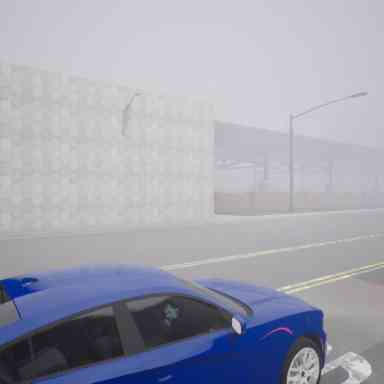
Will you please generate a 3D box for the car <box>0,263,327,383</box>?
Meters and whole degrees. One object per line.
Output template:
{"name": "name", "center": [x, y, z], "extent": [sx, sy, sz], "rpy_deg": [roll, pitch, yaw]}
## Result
{"name": "car", "center": [-0.683, 1.478, 3.262], "extent": [5.008, 1.535, 1.882], "rpy_deg": [0, 0, -36]}
